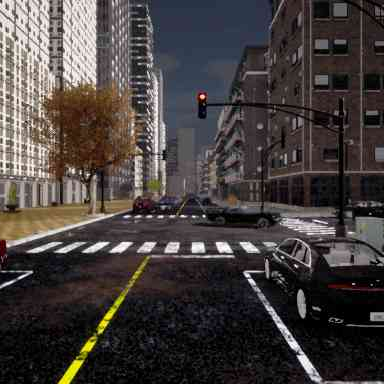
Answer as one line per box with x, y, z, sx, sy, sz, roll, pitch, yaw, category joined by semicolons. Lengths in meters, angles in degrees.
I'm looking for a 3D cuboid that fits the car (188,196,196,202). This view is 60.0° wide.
-0.032;1.625;78.883;1.994;1.385;4.181;0;0;0;car

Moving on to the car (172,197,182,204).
-3.031;1.652;68.598;1.895;1.301;4.718;0;0;0;car

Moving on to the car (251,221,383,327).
2.685;1.551;6.945;2.008;1.369;4.403;0;0;0;car

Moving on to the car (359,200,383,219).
14.727;1.345;23.789;4.181;1.385;1.994;-1;0;-1;car

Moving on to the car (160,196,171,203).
-5.722;1.627;72.467;1.947;1.339;4.313;0;0;0;car

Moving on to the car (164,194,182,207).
-3.113;1.387;53.367;2.097;1.767;4.553;0;0;0;car

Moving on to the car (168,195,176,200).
-5.730;1.654;94.558;2.008;1.369;4.403;0;0;0;car

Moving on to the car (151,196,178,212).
-3.116;1.509;38.518;2.128;1.511;4.902;0;0;0;car

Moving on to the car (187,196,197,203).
0.068;1.619;68.938;1.994;1.385;4.181;0;0;0;car

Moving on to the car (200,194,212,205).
2.664;1.611;61.424;1.947;1.339;4.313;0;0;0;car

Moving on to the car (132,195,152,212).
-5.709;1.336;39.330;2.192;1.841;5.009;0;0;0;car

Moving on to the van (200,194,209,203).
2.659;1.402;72.471;1.690;1.788;3.998;0;0;0;van

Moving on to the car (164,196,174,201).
-5.726;1.632;83.513;2.008;1.369;4.403;0;0;0;car

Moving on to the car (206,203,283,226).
3.437;1.601;21.834;4.718;1.301;1.895;0;0;30;car

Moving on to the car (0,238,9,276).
-5.695;1.545;6.942;1.887;1.381;4.507;0;0;0;car

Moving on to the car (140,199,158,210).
-5.710;1.592;44.853;1.947;1.339;4.313;0;0;0;car

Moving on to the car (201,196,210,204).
2.662;1.578;67.117;1.752;1.417;4.829;0;0;0;car

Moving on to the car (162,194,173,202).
-5.724;1.386;77.990;2.192;1.841;5.009;0;0;0;car

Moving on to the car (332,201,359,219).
13.414;1.350;26.355;4.403;1.369;2.008;-1;1;-1;car
